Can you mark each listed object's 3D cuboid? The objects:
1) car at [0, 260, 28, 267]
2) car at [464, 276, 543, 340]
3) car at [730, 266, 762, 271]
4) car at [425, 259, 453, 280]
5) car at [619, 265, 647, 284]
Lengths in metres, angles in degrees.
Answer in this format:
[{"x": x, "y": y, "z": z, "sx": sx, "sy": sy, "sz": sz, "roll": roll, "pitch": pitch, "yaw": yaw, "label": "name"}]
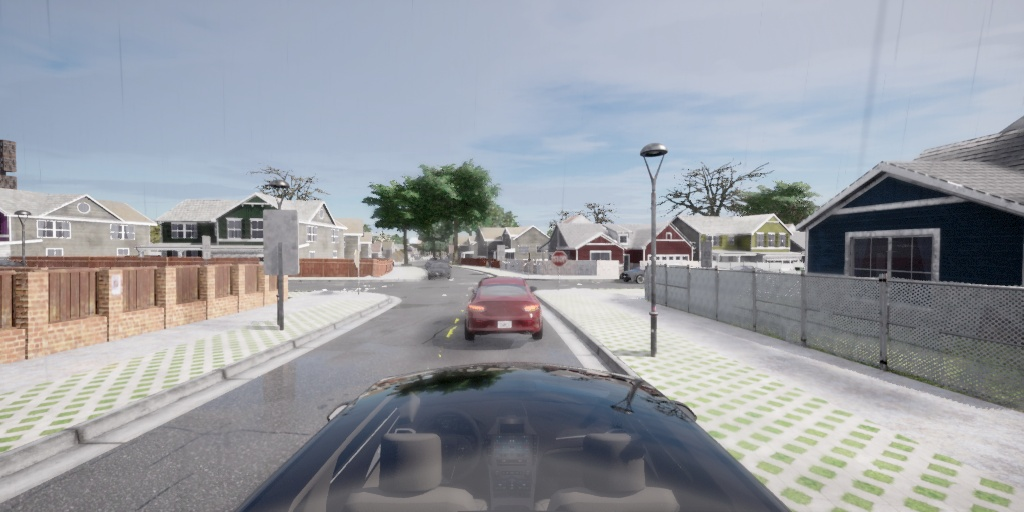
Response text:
[{"x": -31.794, "y": 0.973, "z": 21.235, "sx": 4.892, "sy": 1.490, "sz": 1.837, "roll": 0, "pitch": 1, "yaw": -5, "label": "car"}, {"x": -0.254, "y": 1.274, "z": 9.831, "sx": 1.812, "sy": 1.442, "sz": 4.674, "roll": 0, "pitch": 0, "yaw": -2, "label": "car"}, {"x": 19.931, "y": 1.523, "z": 30.903, "sx": 4.181, "sy": 1.385, "sz": 1.994, "roll": 1, "pitch": 1, "yaw": -17, "label": "car"}, {"x": -6.241, "y": 1.267, "z": 31.268, "sx": 1.837, "sy": 1.490, "sz": 4.892, "roll": 0, "pitch": 0, "yaw": -6, "label": "car"}, {"x": 10.665, "y": 1.429, "z": 28.365, "sx": 4.181, "sy": 1.385, "sz": 1.994, "roll": 1, "pitch": 1, "yaw": -16, "label": "car"}]
